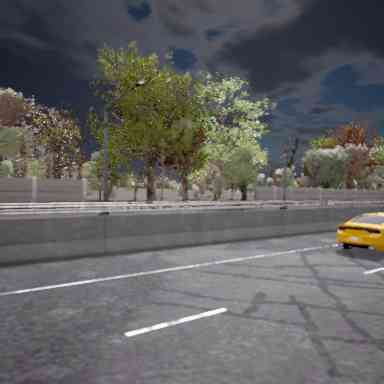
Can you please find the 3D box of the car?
[{"bbox_3d":[8.143,1.619,13.967,5.008,1.535,1.882,0,0,-35],"label":"car"}]
